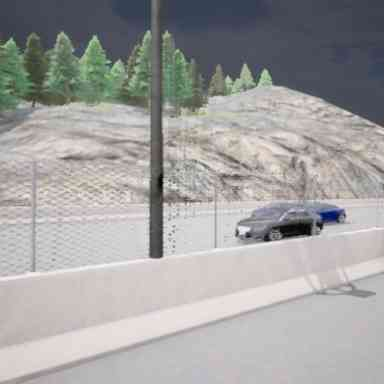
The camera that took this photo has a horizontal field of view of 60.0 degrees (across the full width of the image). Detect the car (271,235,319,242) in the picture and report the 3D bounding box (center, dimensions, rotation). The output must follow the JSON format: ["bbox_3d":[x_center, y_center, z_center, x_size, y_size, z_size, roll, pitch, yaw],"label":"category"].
[{"bbox_3d":[4.162,1.490,15.563,4.902,1.511,2.128,0,0,-35],"label":"car"}]
